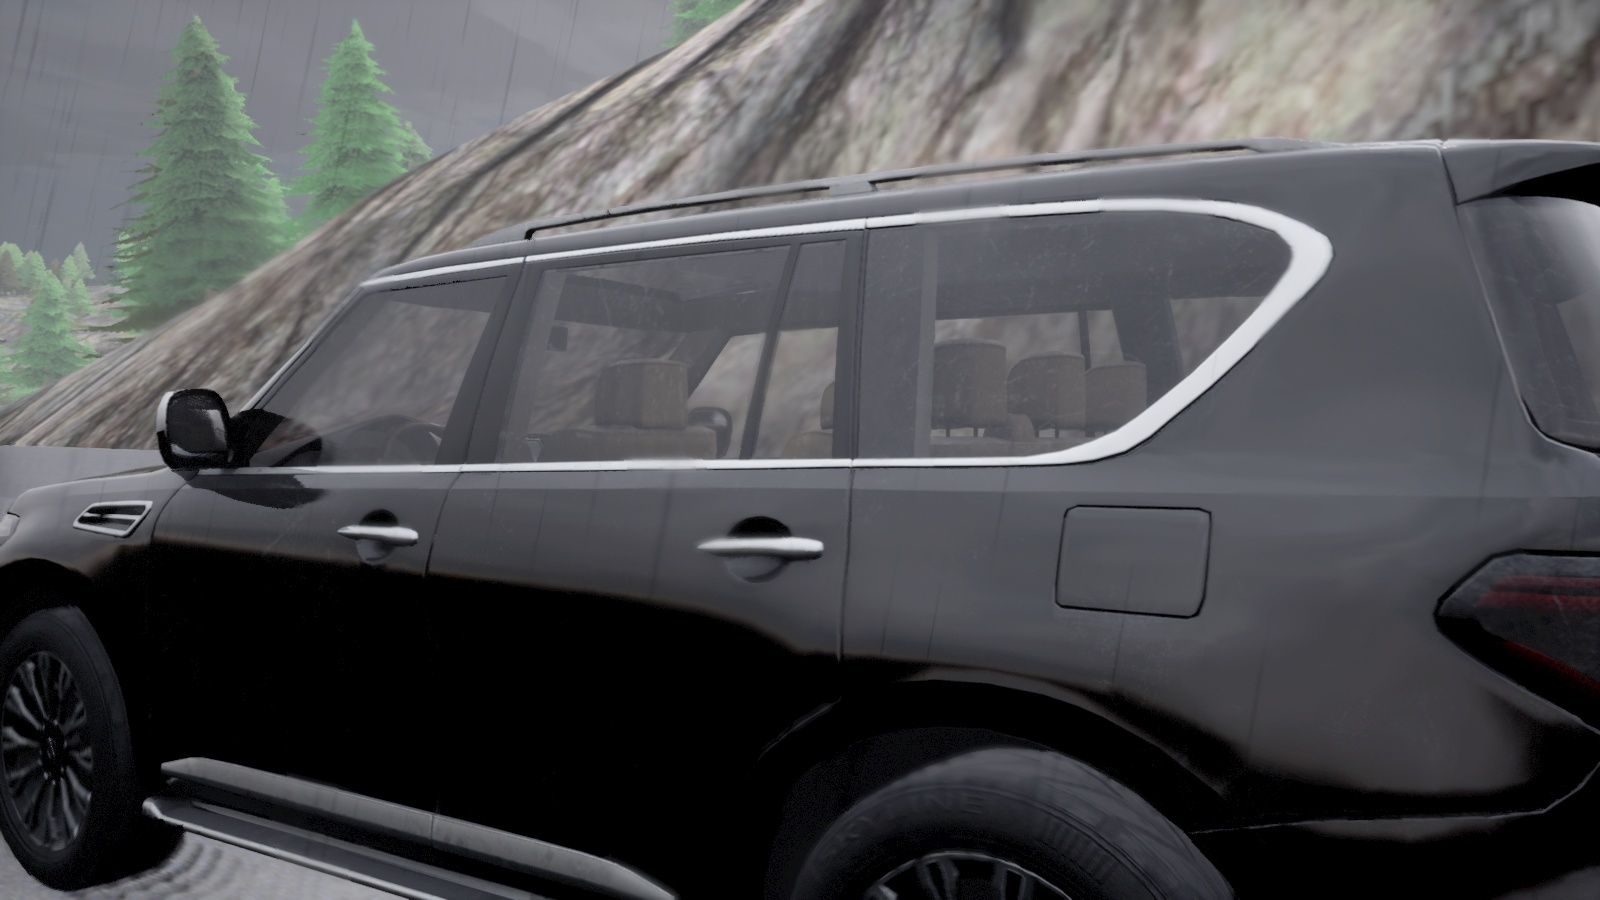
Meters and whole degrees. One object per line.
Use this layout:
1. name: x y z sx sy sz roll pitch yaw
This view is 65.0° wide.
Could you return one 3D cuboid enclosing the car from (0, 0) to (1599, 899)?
1. car: -0.316 0.407 3.838 5.566 2.045 2.150 0 1 34
